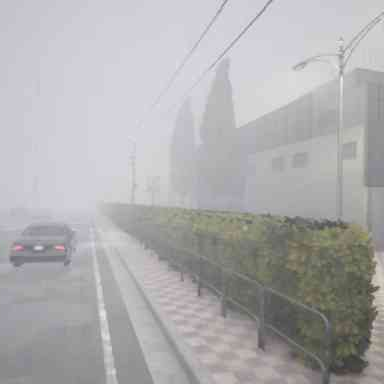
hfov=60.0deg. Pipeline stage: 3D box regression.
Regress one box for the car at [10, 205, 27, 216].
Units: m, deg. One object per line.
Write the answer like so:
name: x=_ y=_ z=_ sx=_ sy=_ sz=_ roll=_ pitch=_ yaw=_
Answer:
car: x=-22.805 y=2.439 z=44.268 sx=1.994 sy=1.385 sz=4.181 roll=2 pitch=-2 yaw=-17

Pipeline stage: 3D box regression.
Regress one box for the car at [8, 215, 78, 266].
car: x=-5.470 y=1.838 z=12.668 sx=2.033 sy=1.411 sz=5.357 roll=2 pitch=-2 yaw=-17

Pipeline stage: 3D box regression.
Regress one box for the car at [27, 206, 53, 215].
car: x=-17.158 y=2.348 z=38.062 sx=1.812 sy=1.442 sz=4.674 roll=2 pitch=-2 yaw=-18
